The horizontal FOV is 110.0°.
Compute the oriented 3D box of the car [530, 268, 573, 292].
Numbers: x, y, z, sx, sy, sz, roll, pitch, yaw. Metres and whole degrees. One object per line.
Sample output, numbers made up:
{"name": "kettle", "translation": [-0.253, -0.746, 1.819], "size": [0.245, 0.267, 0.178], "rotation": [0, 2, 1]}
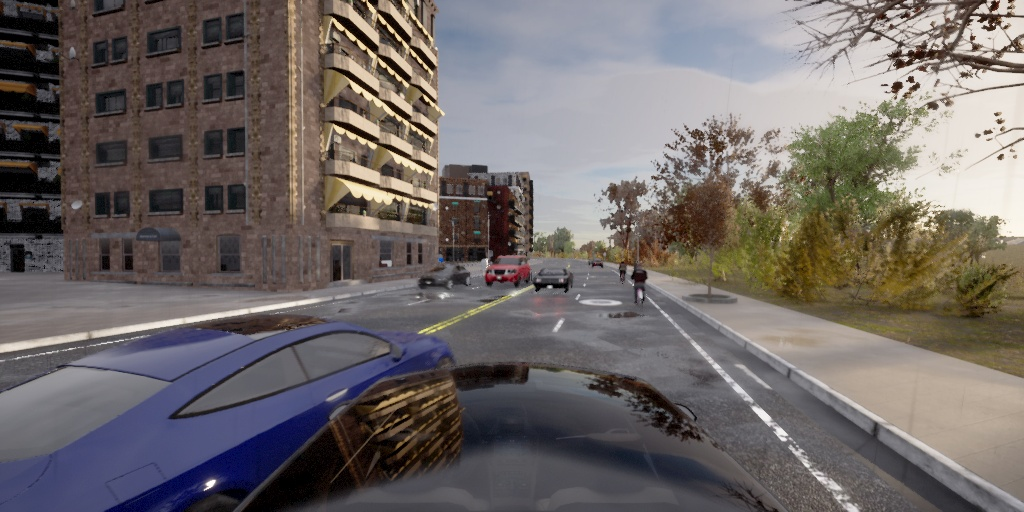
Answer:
{"name": "car", "translation": [2.579, 1.345, 21.267], "size": [1.895, 1.301, 4.718], "rotation": [0, 0, 14]}

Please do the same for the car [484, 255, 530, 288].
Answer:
{"name": "car", "translation": [-0.137, 0.968, 24.601], "size": [2.150, 2.045, 5.566], "rotation": [0, 0, 14]}

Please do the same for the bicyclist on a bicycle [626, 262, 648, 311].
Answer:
{"name": "bicyclist on a bicycle", "translation": [4.754, 1.116, 13.407], "size": [0.659, 1.776, 1.843], "rotation": [0, 0, 15]}

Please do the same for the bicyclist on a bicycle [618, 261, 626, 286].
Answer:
{"name": "bicyclist on a bicycle", "translation": [7.442, 1.194, 24.103], "size": [0.582, 1.620, 1.656], "rotation": [0, 0, 14]}

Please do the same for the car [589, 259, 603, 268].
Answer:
{"name": "car", "translation": [14.781, 1.221, 62.299], "size": [1.837, 1.490, 4.892], "rotation": [0, 0, 11]}

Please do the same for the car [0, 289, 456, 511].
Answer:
{"name": "car", "translation": [-2.148, 1.276, 3.321], "size": [1.812, 1.442, 4.674], "rotation": [0, 0, 16]}

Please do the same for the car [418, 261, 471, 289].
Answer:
{"name": "car", "translation": [-4.056, 1.253, 22.322], "size": [1.837, 1.490, 4.892], "rotation": [0, 0, 14]}
